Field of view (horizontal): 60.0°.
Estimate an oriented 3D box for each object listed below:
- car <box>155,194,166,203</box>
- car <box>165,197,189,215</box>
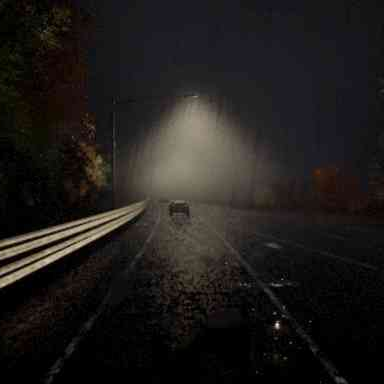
[{"bbox_3d":[-5.692,1.465,65.337,1.994,1.385,4.181,0,0,-10],"label":"car"},{"bbox_3d":[-1.365,1.487,33.443,2.128,1.511,4.902,0,0,-5],"label":"car"}]
